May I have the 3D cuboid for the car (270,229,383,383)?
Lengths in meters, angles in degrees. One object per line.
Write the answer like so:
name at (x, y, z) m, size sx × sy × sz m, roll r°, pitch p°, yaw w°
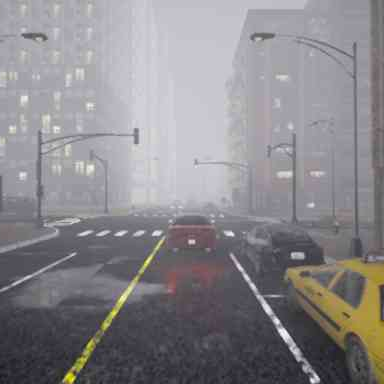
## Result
car at (2.689, 1.580, 5.029) m, size 1.752 × 1.417 × 4.829 m, roll 0°, pitch -1°, yaw 0°

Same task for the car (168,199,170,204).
car at (-5.716, 2.587, 93.716) m, size 2.008 × 1.369 × 4.403 m, roll 0°, pitch -1°, yaw 0°

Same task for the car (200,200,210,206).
car at (2.671, 2.328, 71.126) m, size 2.008 × 1.369 × 4.403 m, roll 0°, pitch -1°, yaw 0°

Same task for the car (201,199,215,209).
car at (2.726, 2.151, 52.561) m, size 1.802 × 1.307 × 4.206 m, roll 0°, pitch -1°, yaw 0°

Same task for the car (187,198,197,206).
car at (-0.021, 2.170, 75.131) m, size 2.097 × 1.767 × 4.553 m, roll 0°, pitch -1°, yaw 0°

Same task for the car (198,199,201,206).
car at (2.672, 2.265, 65.478) m, size 2.008 × 1.369 × 4.403 m, roll 0°, pitch -1°, yaw 0°

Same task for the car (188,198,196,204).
car at (-0.023, 2.309, 85.162) m, size 2.033 × 1.411 × 5.357 m, roll 0°, pitch -1°, yaw 0°

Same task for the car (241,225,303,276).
car at (2.687, 1.679, 10.541) m, size 1.947 × 1.339 × 4.313 m, roll 0°, pitch -1°, yaw 0°

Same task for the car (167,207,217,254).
car at (-0.012, 1.630, 14.199) m, size 1.882 × 1.535 × 5.008 m, roll 0°, pitch 0°, yaw 0°

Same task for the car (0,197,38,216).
car at (-17.703, 1.375, 32.602) m, size 5.009 × 1.841 × 2.192 m, roll 1°, pitch -2°, yaw 0°

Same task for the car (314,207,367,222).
car at (14.633, 2.184, 32.880) m, size 4.829 × 1.417 × 1.752 m, roll 1°, pitch -2°, yaw 0°

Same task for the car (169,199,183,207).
car at (-3.025, 2.261, 67.507) m, size 1.812 × 1.442 × 4.674 m, roll 0°, pitch -1°, yaw 0°
